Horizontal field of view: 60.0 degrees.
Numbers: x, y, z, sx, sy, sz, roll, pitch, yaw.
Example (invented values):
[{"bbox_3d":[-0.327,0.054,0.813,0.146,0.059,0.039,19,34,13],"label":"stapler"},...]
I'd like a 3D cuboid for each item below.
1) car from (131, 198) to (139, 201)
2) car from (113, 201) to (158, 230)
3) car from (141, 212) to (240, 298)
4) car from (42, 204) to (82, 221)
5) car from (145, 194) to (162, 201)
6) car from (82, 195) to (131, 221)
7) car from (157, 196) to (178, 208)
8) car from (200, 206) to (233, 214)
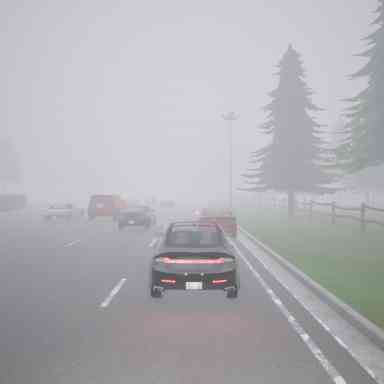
[{"bbox_3d":[-10.365,1.601,56.954,1.895,1.301,4.718,0,0,0],"label":"car"},{"bbox_3d":[-3.401,1.526,20.985,1.812,1.442,4.674,0,0,0],"label":"car"},{"bbox_3d":[0.057,1.492,8.480,2.128,1.511,4.902,0,0,0],"label":"car"},{"bbox_3d":[-10.383,1.601,27.330,1.895,1.301,4.718,0,0,0],"label":"car"},{"bbox_3d":[-6.866,1.493,56.440,2.128,1.511,4.902,0,0,0],"label":"car"},{"bbox_3d":[-6.882,1.221,27.511,2.150,2.045,5.566,0,0,0],"label":"car"},{"bbox_3d":[-3.373,1.601,47.068,1.895,1.301,4.718,0,0,0],"label":"car"},{"bbox_3d":[1.236,1.478,17.821,1.882,1.535,5.008,0,0,0],"label":"car"}]
